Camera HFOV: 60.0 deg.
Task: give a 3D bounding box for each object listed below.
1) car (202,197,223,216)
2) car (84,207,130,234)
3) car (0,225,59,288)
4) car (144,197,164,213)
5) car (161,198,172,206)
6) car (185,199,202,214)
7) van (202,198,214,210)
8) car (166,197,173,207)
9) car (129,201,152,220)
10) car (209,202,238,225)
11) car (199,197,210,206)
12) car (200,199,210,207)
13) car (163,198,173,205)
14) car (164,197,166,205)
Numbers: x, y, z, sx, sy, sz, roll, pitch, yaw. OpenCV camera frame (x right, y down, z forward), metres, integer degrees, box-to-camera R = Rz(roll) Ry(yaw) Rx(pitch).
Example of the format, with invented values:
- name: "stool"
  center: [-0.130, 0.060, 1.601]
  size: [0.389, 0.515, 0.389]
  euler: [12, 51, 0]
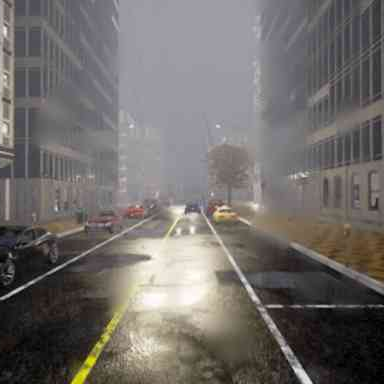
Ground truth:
- name: "car"
  center: [2.568, 1.678, 37.267]
  size: [2.192, 1.841, 5.009]
  euler: [0, -1, 0]
- name: "car"
  center: [-5.317, 1.785, 20.625]
  size: [1.802, 1.307, 4.206]
  euler: [0, -1, 0]
- name: "car"
  center: [-5.316, 1.661, 9.530]
  size: [1.947, 1.339, 4.313]
  euler: [0, -1, 0]
- name: "car"
  center: [-5.317, 1.731, 42.816]
  size: [2.192, 1.841, 5.009]
  euler: [0, -1, 0]
- name: "car"
  center: [-5.317, 2.117, 70.551]
  size: [1.967, 1.590, 4.097]
  euler: [0, -1, 0]
- name: "car"
  center: [0.099, 1.972, 41.923]
  size: [1.994, 1.385, 4.181]
  euler: [0, 0, 0]
- name: "van"
  center: [2.563, 1.862, 53.911]
  size: [1.690, 1.788, 3.998]
  euler: [0, -1, 0]
- name: "car"
  center: [-5.317, 1.940, 65.005]
  size: [2.192, 1.841, 5.009]
  euler: [0, -1, 0]
- name: "car"
  center: [-5.317, 1.855, 31.720]
  size: [1.887, 1.381, 4.507]
  euler: [0, -1, 0]
- name: "car"
  center: [2.563, 1.783, 26.343]
  size: [1.752, 1.417, 4.829]
  euler: [0, -1, 0]
- name: "car"
  center: [2.563, 1.992, 70.553]
  size: [2.192, 1.841, 5.009]
  euler: [0, -1, 0]
- name: "car"
  center: [2.563, 2.152, 65.173]
  size: [1.752, 1.417, 4.829]
  euler: [0, -1, 0]
- name: "car"
  center: [-5.407, 2.168, 76.095]
  size: [1.967, 1.590, 4.097]
  euler: [0, -1, 0]
- name: "car"
  center: [-5.317, 1.909, 48.362]
  size: [1.967, 1.590, 4.097]
  euler: [0, -1, 0]
